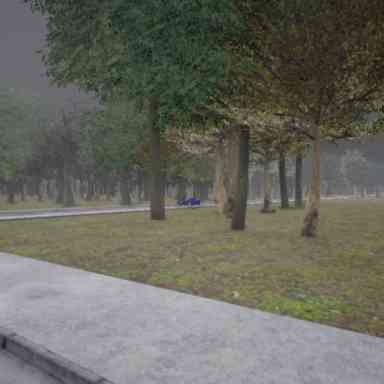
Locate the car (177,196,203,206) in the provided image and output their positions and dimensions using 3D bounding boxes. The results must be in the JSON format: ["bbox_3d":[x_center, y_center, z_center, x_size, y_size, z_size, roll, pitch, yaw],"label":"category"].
[{"bbox_3d":[-0.249,1.428,51.746,1.882,1.535,5.008,0,0,36],"label":"car"}]

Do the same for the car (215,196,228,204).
[{"bbox_3d":[5.834,1.474,60.140,1.812,1.442,4.674,0,0,36],"label":"car"}]
